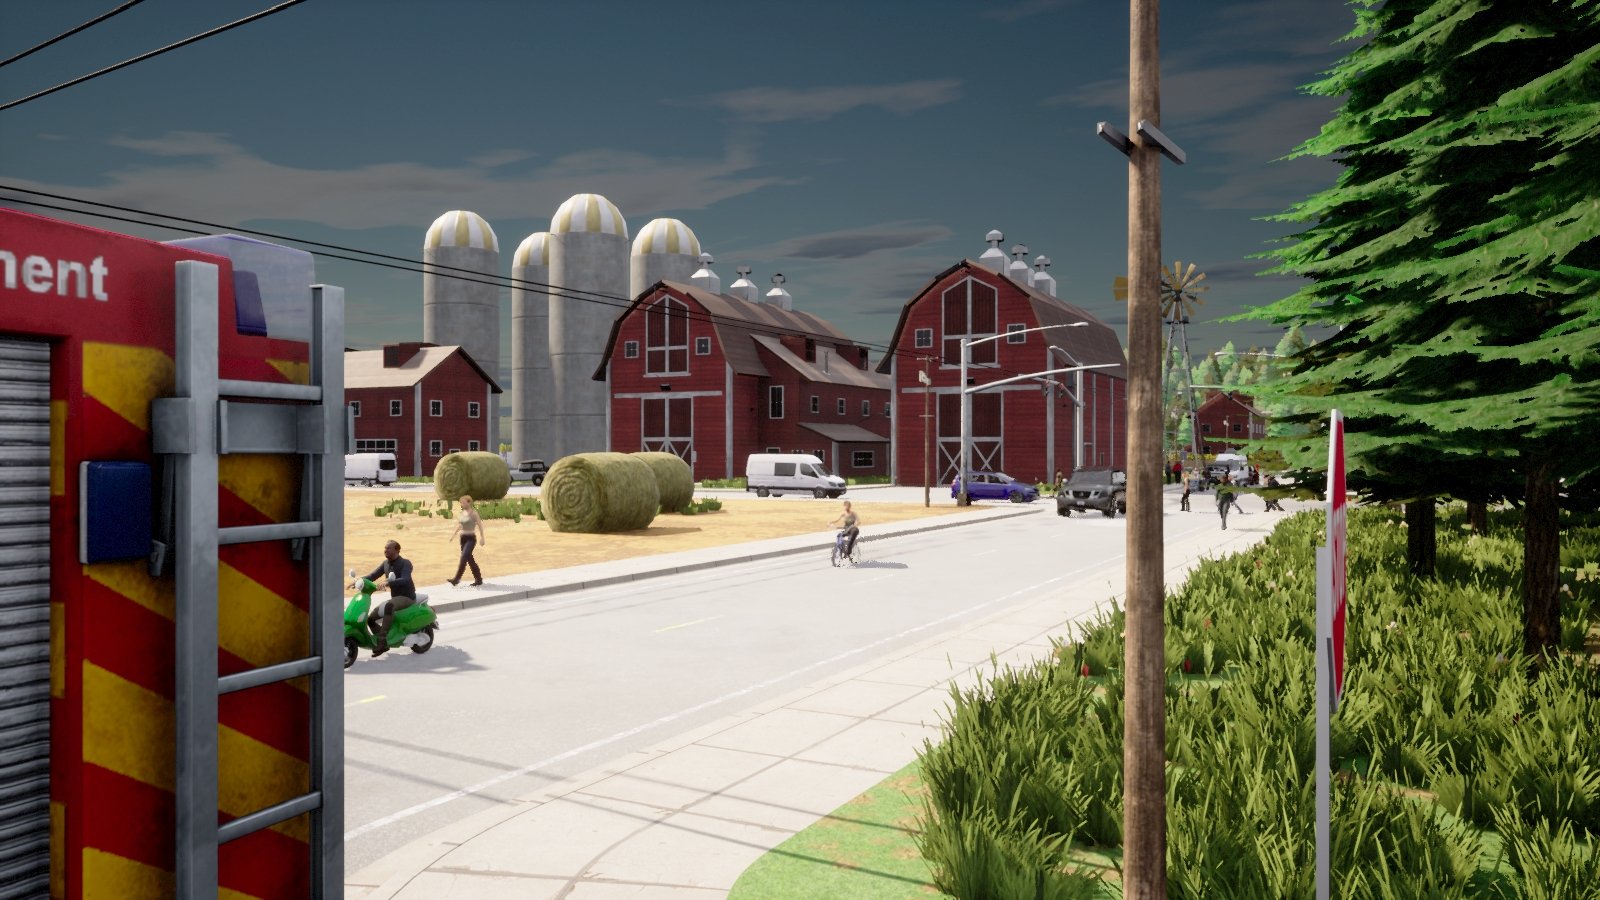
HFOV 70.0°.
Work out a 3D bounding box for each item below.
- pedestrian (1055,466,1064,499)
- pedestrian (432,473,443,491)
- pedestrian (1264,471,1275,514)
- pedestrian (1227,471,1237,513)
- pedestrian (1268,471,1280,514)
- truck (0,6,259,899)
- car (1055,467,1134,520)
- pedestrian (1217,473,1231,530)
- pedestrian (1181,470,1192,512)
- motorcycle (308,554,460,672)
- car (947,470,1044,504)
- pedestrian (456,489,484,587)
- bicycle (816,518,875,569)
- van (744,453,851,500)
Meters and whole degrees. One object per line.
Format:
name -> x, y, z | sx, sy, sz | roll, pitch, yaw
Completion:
pedestrian -> 14.698, 1.822, 64.723 | 0.375, 1.860, 0.375 | 0, 0, -25
pedestrian -> -23.041, 2.049, 72.606 | 0.500, 1.100, 0.500 | 0, 0, 24
pedestrian -> 20.331, 1.826, 49.508 | 0.375, 1.860, 0.375 | 0, 0, 36
pedestrian -> 18.983, 1.848, 50.240 | 0.375, 1.860, 0.375 | 0, 0, 28
pedestrian -> 20.777, 1.844, 50.073 | 0.375, 1.860, 0.375 | 0, 0, 41
truck -> -6.090, 0.866, 3.636 | 8.468, 3.827, 2.891 | 0, 0, 22
car -> 12.691, 1.780, 48.951 | 2.150, 2.045, 5.566 | 0, 0, 26
pedestrian -> 14.030, 1.696, 37.810 | 0.375, 1.860, 0.375 | 0, 0, 27
pedestrian -> 17.369, 1.844, 51.332 | 0.375, 1.860, 0.375 | 0, 0, 43
motorcycle -> -5.559, 2.142, 15.384 | 0.856, 1.316, 1.805 | 0, 0, 28
car -> 10.320, 1.941, 60.306 | 4.611, 1.667, 2.242 | 0, 0, 27
pedestrian -> -6.398, 1.694, 22.152 | 0.375, 1.860, 0.375 | 0, 0, 32
bicycle -> 1.124, 2.256, 27.784 | 0.859, 1.080, 1.487 | 0, 0, 28
van -> -0.185, 1.502, 65.718 | 5.915, 2.561, 1.988 | 0, 0, 27
